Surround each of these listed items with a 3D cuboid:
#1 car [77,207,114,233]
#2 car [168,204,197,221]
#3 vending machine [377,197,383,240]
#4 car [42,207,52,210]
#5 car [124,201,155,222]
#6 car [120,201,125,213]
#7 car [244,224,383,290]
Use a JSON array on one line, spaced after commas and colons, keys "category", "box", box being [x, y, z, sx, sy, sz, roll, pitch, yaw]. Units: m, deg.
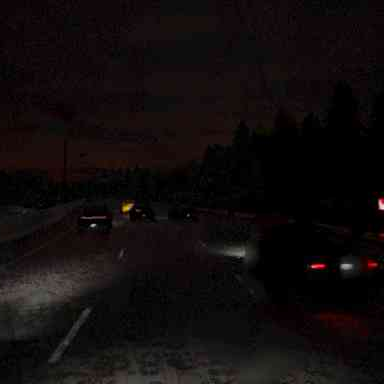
[{"category": "car", "box": [-5.979, 1.661, 20.772, 2.128, 1.511, 4.902, 0, 0, -12]}, {"category": "car", "box": [-0.885, 1.753, 29.310, 1.812, 1.442, 4.674, 0, 0, -15]}, {"category": "vending machine", "box": [10.022, 1.309, 16.547, 1.100, 2.100, 0.880, 0, 0, -9]}, {"category": "car", "box": [-21.303, 1.918, 49.599, 1.837, 1.490, 4.892, 0, 0, -16]}, {"category": "car", "box": [-4.448, 1.720, 29.035, 2.128, 1.511, 4.902, 0, -1, -15]}, {"category": "car", "box": [-8.021, 1.813, 41.926, 1.882, 1.535, 5.008, 0, 0, -16]}, {"category": "car", "box": [2.969, 1.617, 9.403, 2.033, 1.411, 5.357, 0, 0, -5]}]
